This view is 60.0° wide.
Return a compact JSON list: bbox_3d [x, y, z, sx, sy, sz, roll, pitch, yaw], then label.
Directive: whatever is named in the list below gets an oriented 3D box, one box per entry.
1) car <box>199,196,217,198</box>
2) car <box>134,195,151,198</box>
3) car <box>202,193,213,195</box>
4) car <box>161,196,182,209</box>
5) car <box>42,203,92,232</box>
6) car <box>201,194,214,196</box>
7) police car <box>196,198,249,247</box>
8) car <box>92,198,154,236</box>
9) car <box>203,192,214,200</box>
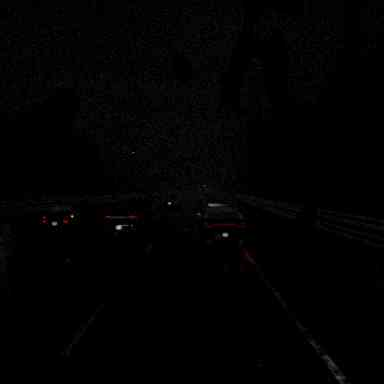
[{"bbox_3d":[1.547,1.258,24.033,1.812,1.442,4.674,0,1,2],"label":"car"},{"bbox_3d":[-5.661,1.045,38.464,1.882,1.535,5.008,0,1,4],"label":"car"},{"bbox_3d":[1.981,1.021,49.327,1.994,1.385,4.181,0,1,5],"label":"car"},{"bbox_3d":[-2.238,1.150,37.039,1.994,1.385,4.181,0,1,4],"label":"car"},{"bbox_3d":[-6.589,1.314,18.438,1.812,1.442,4.674,0,1,2],"label":"car"},{"bbox_3d":[1.811,1.193,29.935,1.812,1.442,4.674,0,1,3],"label":"car"},{"bbox_3d":[1.233,1.266,14.302,1.930,1.638,5.238,0,1,1],"label":"police car"},{"bbox_3d":[-3.127,1.299,17.021,2.128,1.511,4.902,0,1,2],"label":"car"},{"bbox_3d":[3.296,0.827,64.331,1.812,1.442,4.674,0,1,6],"label":"car"}]
